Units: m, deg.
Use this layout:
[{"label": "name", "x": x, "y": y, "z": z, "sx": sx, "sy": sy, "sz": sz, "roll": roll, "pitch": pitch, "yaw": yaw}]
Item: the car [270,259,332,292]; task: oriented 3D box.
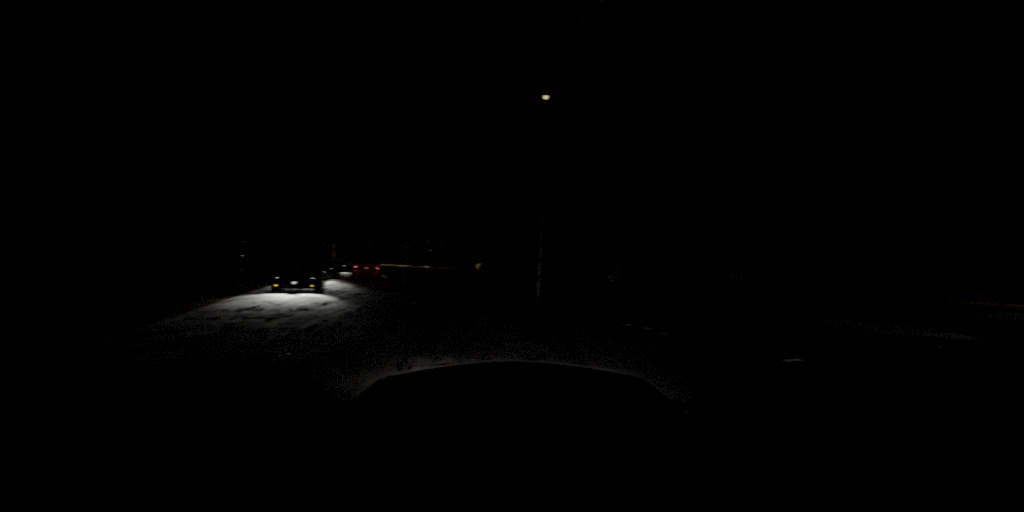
[{"label": "car", "x": -10.583, "y": 1.016, "z": 18.088, "sx": 1.994, "sy": 1.385, "sz": 4.181, "roll": 3, "pitch": -1, "yaw": -22}]

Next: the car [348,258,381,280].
[{"label": "car", "x": -11.881, "y": 0.921, "z": 29.347, "sx": 2.097, "sy": 1.767, "sz": 4.553, "roll": 3, "pitch": -1, "yaw": -22}]

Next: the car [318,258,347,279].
[{"label": "car", "x": -14.634, "y": 0.915, "z": 28.306, "sx": 2.128, "sy": 1.511, "sz": 4.902, "roll": 3, "pitch": -1, "yaw": -22}]
